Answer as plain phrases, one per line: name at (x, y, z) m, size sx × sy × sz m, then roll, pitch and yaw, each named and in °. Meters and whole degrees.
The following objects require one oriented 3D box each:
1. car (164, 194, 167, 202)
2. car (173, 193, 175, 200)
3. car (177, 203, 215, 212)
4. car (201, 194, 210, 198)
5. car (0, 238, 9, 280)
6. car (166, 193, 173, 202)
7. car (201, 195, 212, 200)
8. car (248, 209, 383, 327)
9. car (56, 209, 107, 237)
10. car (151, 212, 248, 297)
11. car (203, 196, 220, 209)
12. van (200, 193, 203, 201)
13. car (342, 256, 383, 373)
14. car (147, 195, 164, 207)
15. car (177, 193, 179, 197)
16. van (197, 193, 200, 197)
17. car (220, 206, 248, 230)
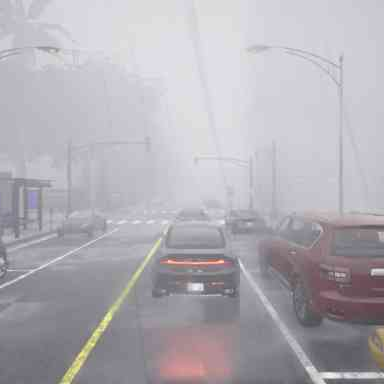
car at (-5.719, 1.405, 55.107) m, size 1.967 × 1.590 × 4.097 m, roll 0°, pitch 0°, yaw 0°
car at (-5.700, 1.252, 76.788) m, size 2.192 × 1.841 × 5.009 m, roll 0°, pitch 0°, yaw 0°
car at (0.017, 1.557, 18.561) m, size 1.994 × 1.385 × 4.181 m, roll 0°, pitch 0°, yaw 0°
car at (2.807, 1.490, 55.250) m, size 1.752 × 1.417 × 4.829 m, roll 0°, pitch 0°, yaw 0°
car at (-5.760, 1.438, 6.975) m, size 1.967 × 1.590 × 4.097 m, roll 0°, pitch 0°, yaw 0°
car at (-5.704, 1.386, 71.368) m, size 1.967 × 1.590 × 4.097 m, roll 0°, pitch 0°, yaw 0°
car at (2.803, 1.536, 49.660) m, size 1.947 × 1.339 × 4.313 m, roll 0°, pitch 0°, yaw 0°
car at (2.765, 1.313, 6.952) m, size 2.192 × 1.841 × 5.009 m, roll 0°, pitch 0°, yaw 0°
car at (-5.750, 1.575, 17.828) m, size 1.802 × 1.307 × 4.206 m, roll 0°, pitch 0°, yaw 0°
car at (0.083, 1.502, 8.533) m, size 1.837 × 1.490 × 4.892 m, roll 0°, pitch 0°, yaw 0°
car at (2.798, 1.541, 44.239) m, size 1.947 × 1.339 × 4.313 m, roll 0°, pitch 0°, yaw 0°
van at (2.811, 1.300, 60.500) m, size 1.690 × 1.788 × 3.998 m, roll 0°, pitch 0°, yaw 0°
car at (2.761, 1.525, 1.697) m, size 1.752 × 1.417 × 4.829 m, roll 0°, pitch 0°, yaw 0°
car at (-5.723, 1.521, 49.687) m, size 2.008 × 1.369 × 4.403 m, roll 0°, pitch 0°, yaw 0°
car at (-5.686, 1.225, 93.049) m, size 2.192 × 1.841 × 5.009 m, roll 0°, pitch 0°, yaw 0°
van at (2.830, 1.270, 82.182) m, size 1.690 × 1.788 × 3.998 m, roll 0°, pitch 0°, yaw 0°
car at (2.775, 1.559, 17.803) m, size 1.947 × 1.339 × 4.313 m, roll 0°, pitch 0°, yaw 0°
